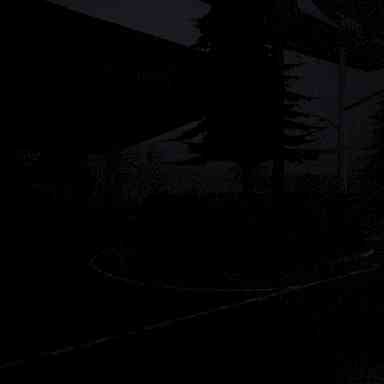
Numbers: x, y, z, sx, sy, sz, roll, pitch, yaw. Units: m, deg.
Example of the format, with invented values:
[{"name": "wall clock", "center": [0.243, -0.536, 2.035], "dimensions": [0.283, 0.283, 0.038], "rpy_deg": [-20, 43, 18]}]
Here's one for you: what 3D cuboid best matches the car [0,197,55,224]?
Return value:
[{"name": "car", "center": [-11.900, 1.313, 23.522], "dimensions": [3.866, 1.878, 1.905], "rpy_deg": [0, 0, -36]}]
